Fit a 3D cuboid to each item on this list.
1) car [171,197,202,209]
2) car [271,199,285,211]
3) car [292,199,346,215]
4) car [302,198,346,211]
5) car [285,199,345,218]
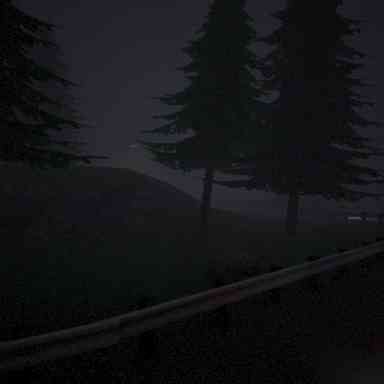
[{"bbox_3d":[-0.223,1.487,52.226,5.357,1.411,2.033,0,0,36],"label":"car"},{"bbox_3d":[11.754,1.351,39.284,4.553,1.767,2.097,0,0,36],"label":"car"},{"bbox_3d":[12.954,1.508,34.113,4.892,1.490,1.837,0,0,36],"label":"car"},{"bbox_3d":[16.079,1.526,40.493,4.674,1.442,1.812,0,0,35],"label":"car"},{"bbox_3d":[11.500,1.530,30.848,4.674,1.442,1.812,0,0,36],"label":"car"}]
